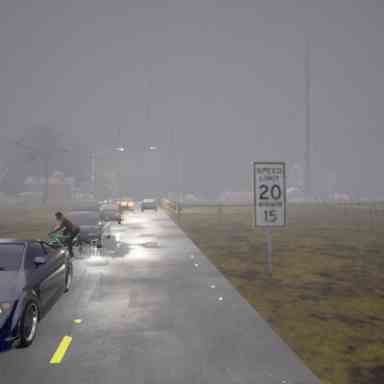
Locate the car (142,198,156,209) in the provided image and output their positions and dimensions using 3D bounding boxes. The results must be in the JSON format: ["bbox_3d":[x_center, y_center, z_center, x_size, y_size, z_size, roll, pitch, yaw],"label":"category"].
[{"bbox_3d":[-6.605,1.703,50.684,2.033,1.411,5.357,0,0,-8],"label":"car"}]

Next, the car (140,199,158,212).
[{"bbox_3d":[-5.204,1.589,40.350,2.128,1.511,4.902,0,0,-8],"label":"car"}]

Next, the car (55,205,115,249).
[{"bbox_3d":[-4.699,1.525,14.718,1.837,1.490,4.892,0,0,-8],"label":"car"}]

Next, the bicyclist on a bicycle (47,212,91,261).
[{"bbox_3d":[-4.148,1.470,10.863,1.656,1.620,0.582,-2,0,-8],"label":"bicyclist on a bicycle"}]

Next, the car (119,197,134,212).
[{"bbox_3d":[-7.974,1.447,39.550,2.097,1.767,4.553,0,0,-8],"label":"car"}]

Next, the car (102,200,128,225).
[{"bbox_3d":[-6.065,1.567,24.780,1.812,1.442,4.674,0,0,-7],"label":"car"}]

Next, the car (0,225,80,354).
[{"bbox_3d":[-3.518,1.573,5.991,1.994,1.385,4.181,0,0,-8],"label":"car"}]
